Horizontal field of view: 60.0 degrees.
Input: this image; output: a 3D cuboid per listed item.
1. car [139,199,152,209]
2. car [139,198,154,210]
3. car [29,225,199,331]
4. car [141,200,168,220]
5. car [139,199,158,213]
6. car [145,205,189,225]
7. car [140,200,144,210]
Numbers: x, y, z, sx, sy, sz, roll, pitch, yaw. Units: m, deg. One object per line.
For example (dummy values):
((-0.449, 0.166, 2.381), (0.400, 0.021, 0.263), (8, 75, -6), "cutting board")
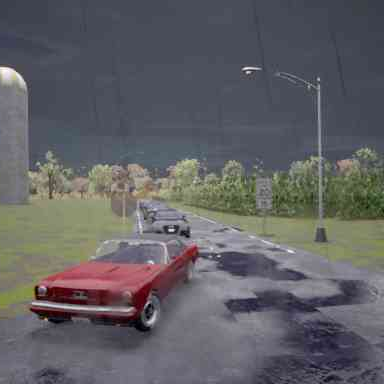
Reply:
((-4.389, 1.709, 35.731), (2.033, 1.411, 5.357), (-1, 0, -10), "car")
((-6.650, 1.694, 48.172), (1.882, 1.535, 5.008), (-1, 0, -10), "car")
((-1.205, 1.653, 7.197), (1.895, 1.301, 4.718), (0, 0, 13), "car")
((-2.259, 1.600, 23.440), (2.128, 1.511, 4.902), (-1, 0, -10), "car")
((-5.534, 1.681, 42.085), (2.128, 1.511, 4.902), (-1, 0, -10), "car")
((-1.314, 1.648, 17.793), (1.994, 1.385, 4.181), (-1, 0, -10), "car")
((-3.361, 1.700, 29.864), (1.994, 1.385, 4.181), (-1, 0, -10), "car")
